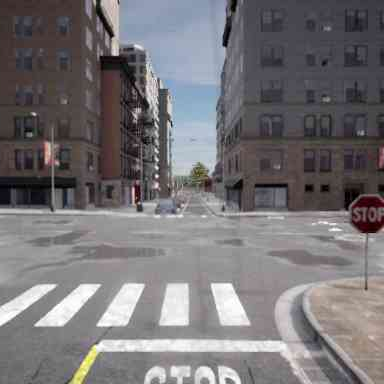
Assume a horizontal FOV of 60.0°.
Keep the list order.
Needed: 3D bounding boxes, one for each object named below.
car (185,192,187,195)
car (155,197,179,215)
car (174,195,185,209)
[{"bbox_3d":[-2.392,1.278,58.695,2.097,1.767,4.553,0,0,1],"label":"car"},{"bbox_3d":[-2.568,1.504,33.437,1.812,1.442,4.674,0,0,1],"label":"car"},{"bbox_3d":[-2.470,1.506,46.190,2.033,1.411,5.357,0,0,0],"label":"car"}]
